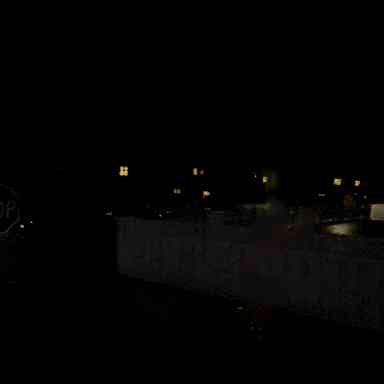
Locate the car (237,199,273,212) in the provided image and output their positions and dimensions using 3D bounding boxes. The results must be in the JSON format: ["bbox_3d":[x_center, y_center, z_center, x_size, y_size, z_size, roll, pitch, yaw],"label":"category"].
[{"bbox_3d":[6.593,1.471,34.336,4.674,1.442,1.812,1,3,-43],"label":"car"}]

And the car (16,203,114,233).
[{"bbox_3d":[-7.019,1.366,19.057,2.033,1.411,5.357,4,2,38],"label":"car"}]

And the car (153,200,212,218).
[{"bbox_3d":[-0.602,1.404,26.937,2.033,1.411,5.357,4,2,41],"label":"car"}]

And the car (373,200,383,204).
[{"bbox_3d":[27.555,1.828,47.052,5.008,1.535,1.882,1,3,-33],"label":"car"}]
